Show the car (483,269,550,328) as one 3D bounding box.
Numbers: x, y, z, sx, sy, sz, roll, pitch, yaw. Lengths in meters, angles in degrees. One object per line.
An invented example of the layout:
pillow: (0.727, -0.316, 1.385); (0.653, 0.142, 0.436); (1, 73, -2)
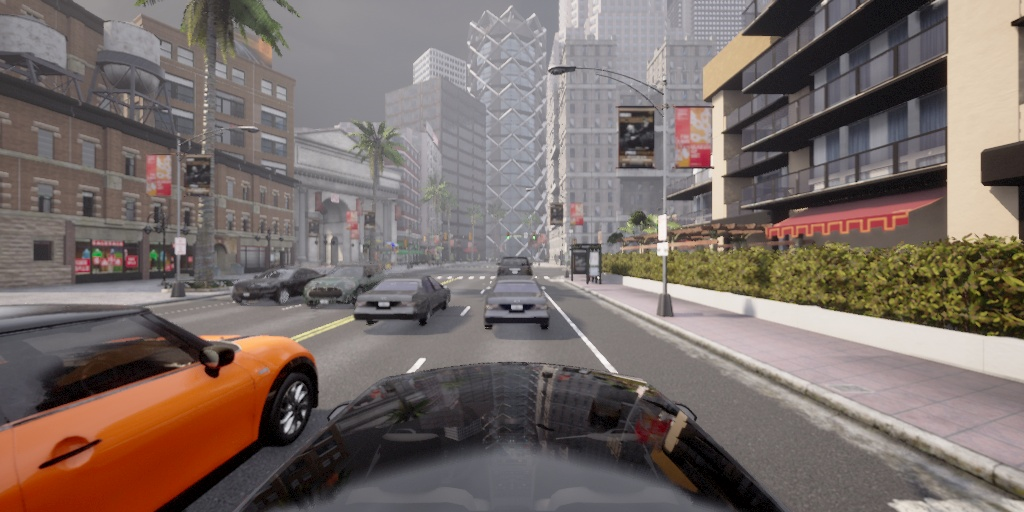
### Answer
car: (0.131, 1.323, 11.406); (2.033, 1.411, 5.357); (0, 0, 0)

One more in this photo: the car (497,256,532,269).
car: (0.177, 1.028, 23.655); (2.150, 2.045, 5.566); (0, 0, 0)

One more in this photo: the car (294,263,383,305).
car: (-7.035, 1.138, 15.719); (2.097, 1.767, 4.553); (0, 0, 0)

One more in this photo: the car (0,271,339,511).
car: (-3.321, 1.104, 2.416); (2.097, 1.767, 4.553); (0, 0, -1)

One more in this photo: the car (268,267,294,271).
car: (-10.528, 1.266, 16.744); (1.882, 1.535, 5.008); (0, 0, 1)

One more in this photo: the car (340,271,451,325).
car: (-3.359, 1.324, 11.960); (2.033, 1.411, 5.357); (0, 0, 0)
